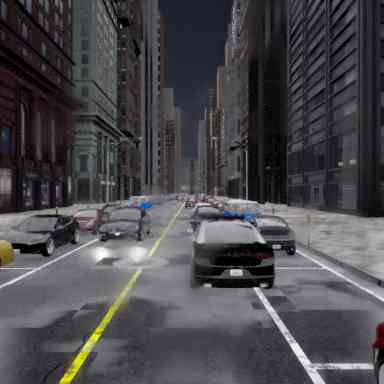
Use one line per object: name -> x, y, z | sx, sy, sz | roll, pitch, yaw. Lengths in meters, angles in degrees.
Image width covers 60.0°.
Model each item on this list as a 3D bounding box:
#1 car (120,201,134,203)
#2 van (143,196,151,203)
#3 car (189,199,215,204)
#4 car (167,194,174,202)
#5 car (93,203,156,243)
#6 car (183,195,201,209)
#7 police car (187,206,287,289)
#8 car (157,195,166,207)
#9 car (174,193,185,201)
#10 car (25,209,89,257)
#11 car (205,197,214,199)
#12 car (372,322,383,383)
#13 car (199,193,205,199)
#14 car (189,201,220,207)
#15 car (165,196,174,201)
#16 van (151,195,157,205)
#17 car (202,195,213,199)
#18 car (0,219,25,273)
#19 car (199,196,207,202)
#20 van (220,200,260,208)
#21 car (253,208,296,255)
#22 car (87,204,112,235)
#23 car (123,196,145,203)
car -> -5.770, 1.573, 24.275 | 1.947, 1.339, 4.313 | 0, 0, 0
van -> -5.774, 1.357, 35.548 | 1.690, 1.788, 3.998 | 0, 0, 0
car -> 0.843, 1.535, 25.204 | 1.812, 1.442, 4.674 | 0, 0, 0
car -> -5.784, 1.610, 75.004 | 1.887, 1.381, 4.507 | 0, 0, 0
car -> -3.105, 1.508, 16.273 | 1.837, 1.490, 4.892 | 0, 0, 0
car -> 0.008, 1.553, 46.645 | 1.812, 1.442, 4.674 | 0, 0, 0
police car -> 0.898, 1.426, 9.316 | 1.930, 1.638, 5.238 | 0, 0, 0
car -> -5.778, 1.348, 52.457 | 2.192, 1.841, 5.009 | 0, 0, 0
car -> -3.021, 1.572, 83.502 | 2.128, 1.511, 4.902 | 0, 0, 0
car -> -5.767, 1.568, 13.001 | 1.947, 1.339, 4.313 | 0, 0, 0
car -> 2.752, 1.567, 35.566 | 2.008, 1.369, 4.403 | 0, 0, 0
car -> 2.761, 1.545, 1.748 | 1.887, 1.381, 4.507 | 0, 0, 0
car -> 2.745, 1.356, 58.111 | 2.192, 1.841, 5.009 | 0, 0, 0
car -> 0.895, 1.510, 19.206 | 1.837, 1.490, 4.892 | 0, 0, 0
car -> -5.787, 1.652, 86.277 | 1.947, 1.339, 4.313 | 0, 0, 0
van -> -5.775, 1.363, 41.185 | 1.690, 1.788, 3.998 | 0, 0, 0
car -> 2.749, 1.572, 46.838 | 1.887, 1.381, 4.507 | 0, 0, 0
car -> -5.765, 1.526, 7.195 | 1.752, 1.417, 4.829 | 0, 0, 0
car -> 2.740, 1.601, 80.826 | 1.752, 1.417, 4.829 | 0, 0, 0
van -> 2.756, 1.345, 18.657 | 1.690, 1.788, 3.998 | 0, 0, 0
car -> 2.758, 1.553, 13.021 | 2.008, 1.369, 4.403 | 0, 0, 0
car -> -5.768, 1.586, 18.638 | 1.802, 1.307, 4.206 | 0, 0, 0
car -> -5.772, 1.451, 29.912 | 1.967, 1.590, 4.097 | 0, 0, 0
